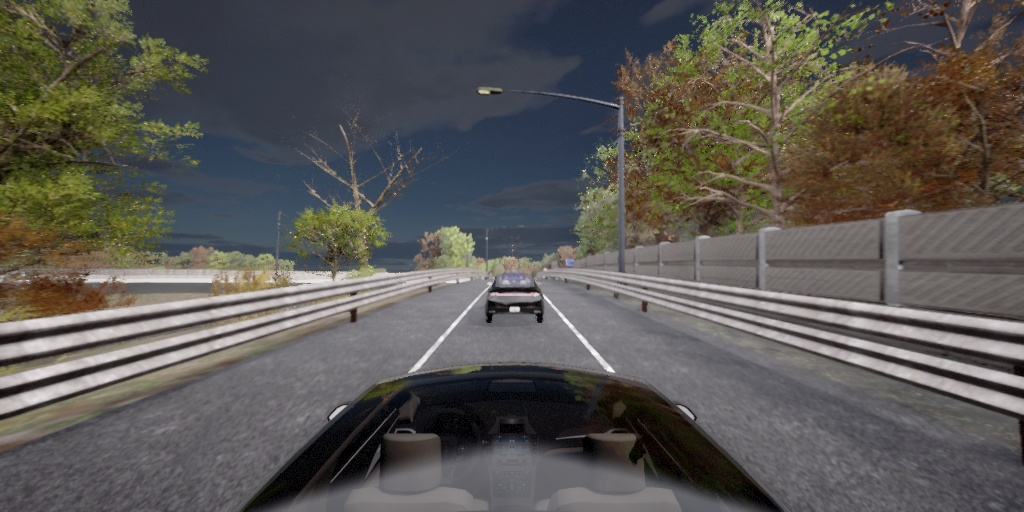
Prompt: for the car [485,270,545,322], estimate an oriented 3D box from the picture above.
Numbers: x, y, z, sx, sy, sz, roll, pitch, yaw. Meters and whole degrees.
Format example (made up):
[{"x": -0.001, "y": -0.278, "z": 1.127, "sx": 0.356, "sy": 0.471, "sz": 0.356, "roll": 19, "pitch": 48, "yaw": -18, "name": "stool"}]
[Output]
[{"x": 0.087, "y": 1.350, "z": 12.782, "sx": 2.128, "sy": 1.511, "sz": 4.902, "roll": 0, "pitch": 0, "yaw": 0, "name": "car"}]
